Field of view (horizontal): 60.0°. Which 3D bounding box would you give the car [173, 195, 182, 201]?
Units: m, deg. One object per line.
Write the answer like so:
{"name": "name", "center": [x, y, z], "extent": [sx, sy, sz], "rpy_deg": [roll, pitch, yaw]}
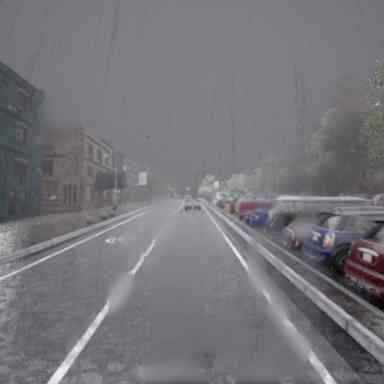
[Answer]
{"name": "car", "center": [-3.267, 1.305, 77.302], "extent": [1.994, 1.385, 4.181], "rpy_deg": [0, 0, 0]}

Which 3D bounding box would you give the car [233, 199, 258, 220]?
{"name": "car", "center": [5.606, 1.428, 23.489], "extent": [4.792, 1.488, 2.163], "rpy_deg": [0, 0, 0]}

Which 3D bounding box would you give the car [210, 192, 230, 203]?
{"name": "car", "center": [5.628, 1.098, 45.911], "extent": [5.566, 2.045, 2.435], "rpy_deg": [0, 0, 0]}

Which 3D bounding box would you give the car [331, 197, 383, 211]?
{"name": "car", "center": [18.687, 1.358, 37.711], "extent": [5.008, 1.535, 2.097], "rpy_deg": [0, 0, 0]}

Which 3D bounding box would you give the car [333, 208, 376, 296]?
{"name": "car", "center": [5.630, 1.330, 6.668], "extent": [4.553, 1.767, 2.185], "rpy_deg": [0, 0, 0]}

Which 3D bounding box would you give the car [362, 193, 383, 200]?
{"name": "car", "center": [18.677, 1.129, 29.480], "extent": [5.566, 2.045, 2.435], "rpy_deg": [0, 0, 0]}

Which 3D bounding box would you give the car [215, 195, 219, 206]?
{"name": "car", "center": [5.579, 1.382, 40.306], "extent": [4.792, 1.488, 2.163], "rpy_deg": [0, 0, 0]}

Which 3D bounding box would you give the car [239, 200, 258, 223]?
{"name": "car", "center": [5.610, 1.438, 20.685], "extent": [4.792, 1.488, 2.163], "rpy_deg": [0, 0, 0]}

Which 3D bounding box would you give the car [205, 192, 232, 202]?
{"name": "car", "center": [5.609, 1.122, 71.141], "extent": [5.566, 2.045, 2.435], "rpy_deg": [0, 0, 0]}

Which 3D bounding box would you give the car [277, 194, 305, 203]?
{"name": "car", "center": [18.629, 1.225, 62.775], "extent": [4.553, 1.767, 2.185], "rpy_deg": [0, 0, 0]}

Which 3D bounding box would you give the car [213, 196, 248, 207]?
{"name": "car", "center": [5.590, 1.348, 48.715], "extent": [5.008, 1.535, 2.097], "rpy_deg": [0, 0, 0]}

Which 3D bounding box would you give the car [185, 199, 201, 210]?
{"name": "car", "center": [0.091, 1.485, 40.497], "extent": [1.895, 1.301, 4.718], "rpy_deg": [0, 0, 0]}

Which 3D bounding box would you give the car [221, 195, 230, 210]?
{"name": "car", "center": [5.807, 1.367, 31.899], "extent": [5.366, 1.575, 1.946], "rpy_deg": [0, 0, 0]}

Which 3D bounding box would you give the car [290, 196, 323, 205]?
{"name": "car", "center": [18.664, 1.389, 54.423], "extent": [4.674, 1.452, 2.002], "rpy_deg": [0, 0, 0]}

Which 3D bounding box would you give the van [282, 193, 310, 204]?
{"name": "van", "center": [18.778, 1.122, 59.995], "extent": [4.442, 1.987, 1.878], "rpy_deg": [0, 0, 0]}

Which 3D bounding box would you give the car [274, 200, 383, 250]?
{"name": "car", "center": [5.684, 1.311, 12.275], "extent": [4.553, 1.767, 2.185], "rpy_deg": [0, 0, 0]}

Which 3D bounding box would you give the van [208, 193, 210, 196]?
{"name": "van", "center": [5.468, 1.122, 57.125], "extent": [4.442, 1.987, 1.878], "rpy_deg": [0, 0, 0]}

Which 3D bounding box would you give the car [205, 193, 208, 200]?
{"name": "car", "center": [5.609, 1.099, 62.730], "extent": [5.566, 2.045, 2.435], "rpy_deg": [0, 0, 0]}

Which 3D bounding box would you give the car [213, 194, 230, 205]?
{"name": "car", "center": [5.599, 1.351, 43.104], "extent": [4.892, 1.521, 2.231], "rpy_deg": [0, 0, 0]}

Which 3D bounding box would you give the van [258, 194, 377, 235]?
{"name": "van", "center": [5.531, 1.201, 15.078], "extent": [4.442, 1.987, 1.878], "rpy_deg": [0, 0, 0]}

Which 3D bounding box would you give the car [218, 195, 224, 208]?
{"name": "car", "center": [5.612, 1.362, 34.698], "extent": [5.008, 1.535, 2.097], "rpy_deg": [0, 0, 0]}

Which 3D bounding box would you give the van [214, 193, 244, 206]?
{"name": "van", "center": [5.707, 1.122, 51.519], "extent": [4.442, 1.987, 1.878], "rpy_deg": [0, 0, 0]}

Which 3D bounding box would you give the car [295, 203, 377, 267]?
{"name": "car", "center": [5.626, 1.320, 9.472], "extent": [4.553, 1.767, 2.185], "rpy_deg": [0, 0, 0]}

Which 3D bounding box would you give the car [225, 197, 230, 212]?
{"name": "car", "center": [5.655, 1.409, 29.095], "extent": [4.792, 1.488, 2.163], "rpy_deg": [0, 0, 0]}

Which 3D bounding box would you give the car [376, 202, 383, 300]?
{"name": "car", "center": [5.637, 1.214, 3.865], "extent": [5.566, 2.045, 2.435], "rpy_deg": [0, 0, 0]}

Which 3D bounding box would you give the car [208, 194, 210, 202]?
{"name": "car", "center": [5.581, 1.349, 54.321], "extent": [4.892, 1.521, 2.231], "rpy_deg": [0, 0, 0]}

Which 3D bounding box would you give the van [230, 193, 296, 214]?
{"name": "van", "center": [5.514, 1.163, 26.291], "extent": [4.442, 1.987, 1.878], "rpy_deg": [0, 0, 0]}

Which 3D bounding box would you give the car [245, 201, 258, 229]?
{"name": "car", "center": [5.638, 1.417, 17.882], "extent": [5.008, 1.535, 2.097], "rpy_deg": [0, 0, 0]}

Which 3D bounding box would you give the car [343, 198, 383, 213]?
{"name": "car", "center": [18.694, 1.403, 35.051], "extent": [4.674, 1.452, 2.002], "rpy_deg": [0, 0, 0]}
